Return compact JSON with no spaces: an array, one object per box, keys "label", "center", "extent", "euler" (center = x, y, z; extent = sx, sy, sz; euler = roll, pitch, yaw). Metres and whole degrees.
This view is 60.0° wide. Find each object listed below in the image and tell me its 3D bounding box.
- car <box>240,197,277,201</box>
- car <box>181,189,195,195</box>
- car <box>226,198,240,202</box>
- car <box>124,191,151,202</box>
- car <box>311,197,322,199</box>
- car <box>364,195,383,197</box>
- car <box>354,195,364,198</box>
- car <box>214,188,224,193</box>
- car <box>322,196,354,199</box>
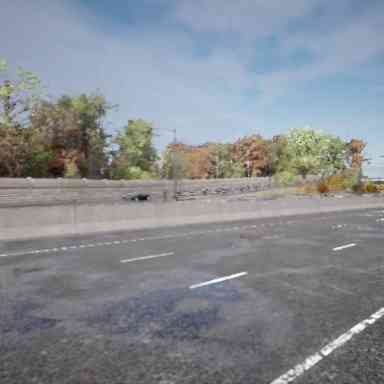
[{"label":"car","center":[7.770,1.322,36.221],"extent":[4.892,1.490,1.837],"euler":[0,0,-42]},{"label":"car","center":[-0.858,0.214,62.612],"extent":[2.097,1.767,4.553],"euler":[0,2,25]},{"label":"car","center":[5.289,1.360,38.694],"extent":[4.181,1.385,1.994],"euler":[0,0,-42]},{"label":"car","center":[-7.698,0.636,47.487],"extent":[1.882,1.535,5.008],"euler":[0,1,25]},{"label":"car","center":[19.337,1.381,51.461],"extent":[4.718,1.301,1.895],"euler":[0,0,-42]},{"label":"car","center":[32.895,1.292,59.061],"extent":[4.892,1.490,1.837],"euler":[0,0,-42]},{"label":"car","center":[31.026,1.292,62.090],"extent":[4.902,1.511,2.128],"euler":[0,0,-42]},{"label":"car","center":[6.029,-0.184,76.458],"extent":[1.837,1.490,4.892],"euler":[0,2,27]},{"label":"car","center":[21.289,1.327,48.523],"extent":[4.674,1.442,1.812],"euler":[0,0,-42]}]
